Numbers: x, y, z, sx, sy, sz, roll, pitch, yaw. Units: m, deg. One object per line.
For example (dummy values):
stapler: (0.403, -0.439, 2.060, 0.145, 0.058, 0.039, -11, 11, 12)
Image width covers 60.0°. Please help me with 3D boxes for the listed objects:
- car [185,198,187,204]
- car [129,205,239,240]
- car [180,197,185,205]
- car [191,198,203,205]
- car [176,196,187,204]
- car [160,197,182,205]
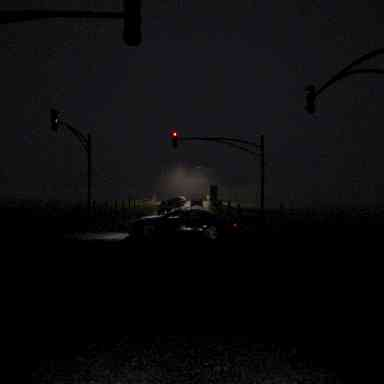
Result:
car: (-2.163, 1.560, 53.824, 2.033, 1.411, 5.357, 0, 0, 1)
car: (-0.353, 1.571, 16.695, 5.357, 1.411, 2.033, 1, 0, 1)
car: (-2.299, 1.514, 43.977, 1.837, 1.490, 4.892, 0, 0, 1)
car: (0.765, 1.613, 52.806, 1.895, 1.301, 4.718, 0, 0, 1)
car: (-1.972, 1.581, 63.830, 1.994, 1.385, 4.181, 0, 0, 2)
car: (-2.440, 1.553, 34.199, 2.033, 1.411, 5.357, 0, 0, 0)
